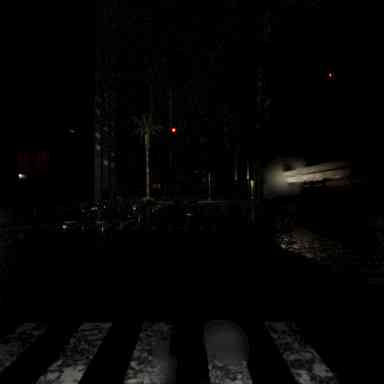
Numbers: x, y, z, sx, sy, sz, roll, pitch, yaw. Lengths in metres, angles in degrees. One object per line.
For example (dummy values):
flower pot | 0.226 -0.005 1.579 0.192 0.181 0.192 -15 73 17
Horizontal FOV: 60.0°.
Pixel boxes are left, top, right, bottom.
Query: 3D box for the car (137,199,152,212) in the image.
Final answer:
car | -6.502 1.587 39.990 2.128 1.511 4.902 0 0 0

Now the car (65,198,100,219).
car | -9.774 1.541 29.915 1.882 1.535 5.008 0 0 0

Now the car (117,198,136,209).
car | -9.714 1.698 49.822 1.994 1.385 4.181 0 0 0

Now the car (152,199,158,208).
car | -6.454 1.741 51.406 1.895 1.301 4.718 0 0 1

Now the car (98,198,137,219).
car | -6.529 1.541 29.649 1.882 1.535 5.008 0 0 0

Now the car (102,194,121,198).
car | -9.756 1.317 39.861 2.150 2.045 5.566 0 0 0

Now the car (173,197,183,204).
car | -2.975 1.786 69.857 1.994 1.385 4.181 0 0 0

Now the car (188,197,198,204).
car | 0.275 1.786 69.874 1.994 1.385 4.181 0 0 0
